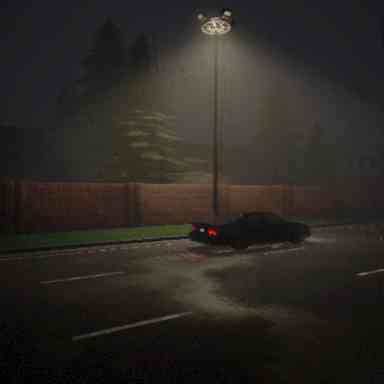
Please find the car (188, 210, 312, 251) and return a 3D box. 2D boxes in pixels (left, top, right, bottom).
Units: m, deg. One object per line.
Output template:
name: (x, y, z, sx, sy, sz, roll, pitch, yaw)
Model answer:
car: (2.498, 1.469, 13.670, 5.357, 1.411, 2.033, 0, 0, -32)
